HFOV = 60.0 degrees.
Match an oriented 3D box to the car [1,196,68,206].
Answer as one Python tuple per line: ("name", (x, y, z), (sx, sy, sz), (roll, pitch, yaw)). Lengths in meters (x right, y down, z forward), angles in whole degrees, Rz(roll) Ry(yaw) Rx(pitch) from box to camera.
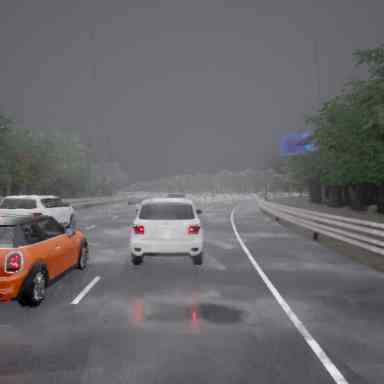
("car", (-7.927, 1.191, 17.406), (2.150, 2.045, 5.566), (0, 0, -2))

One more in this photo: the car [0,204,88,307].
("car", (-4.086, 1.341, 8.087), (2.097, 1.767, 4.553), (0, 0, -2))

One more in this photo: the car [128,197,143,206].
("car", (-9.177, 1.517, 54.198), (1.994, 1.385, 4.181), (0, 0, -3))

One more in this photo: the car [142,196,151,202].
("car", (-10.957, 1.582, 80.814), (1.994, 1.385, 4.181), (0, 0, -5))

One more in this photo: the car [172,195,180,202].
("car", (-3.821, 1.534, 79.308), (1.837, 1.490, 4.892), (0, 0, -5))

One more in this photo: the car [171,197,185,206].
("car", (-2.247, 1.513, 53.515), (2.033, 1.411, 5.357), (0, 0, -3))

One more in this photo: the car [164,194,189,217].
("car", (-1.458, 1.186, 31.773), (2.150, 2.045, 5.566), (0, 0, -2))

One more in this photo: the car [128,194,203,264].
("car", (-0.803, 1.214, 11.911), (2.150, 2.045, 5.566), (0, 0, -2))

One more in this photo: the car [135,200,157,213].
("car", (-5.032, 1.553, 37.075), (1.895, 1.301, 4.718), (0, 0, -2))

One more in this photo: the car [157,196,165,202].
("car", (-7.196, 1.619, 77.592), (1.895, 1.301, 4.718), (0, 0, -5))
